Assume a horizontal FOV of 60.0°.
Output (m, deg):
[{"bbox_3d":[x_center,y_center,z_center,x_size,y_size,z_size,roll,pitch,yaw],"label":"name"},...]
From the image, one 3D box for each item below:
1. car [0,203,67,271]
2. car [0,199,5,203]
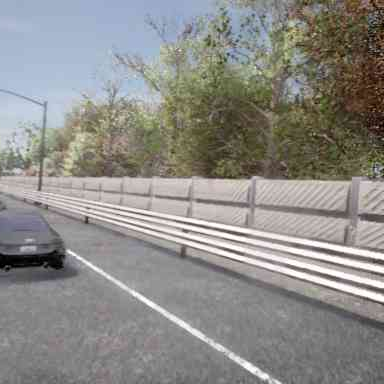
[{"bbox_3d":[-5.037,1.231,9.489,1.994,1.385,4.181,4,0,-36],"label":"car"},{"bbox_3d":[-11.132,0.824,17.896,1.994,1.385,4.181,4,0,-36],"label":"car"}]
